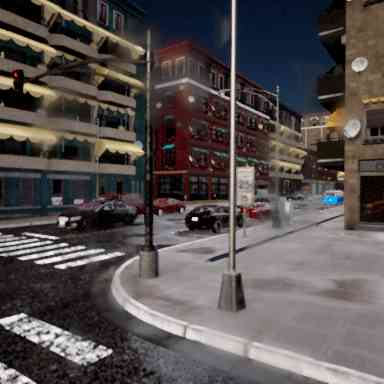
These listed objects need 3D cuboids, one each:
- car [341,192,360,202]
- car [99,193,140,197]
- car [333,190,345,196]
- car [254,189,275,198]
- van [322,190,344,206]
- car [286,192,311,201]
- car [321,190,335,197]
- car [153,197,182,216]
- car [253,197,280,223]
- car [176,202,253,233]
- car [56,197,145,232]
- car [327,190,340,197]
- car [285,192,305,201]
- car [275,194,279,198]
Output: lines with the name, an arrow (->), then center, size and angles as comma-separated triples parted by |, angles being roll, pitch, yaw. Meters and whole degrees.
car -> 23.805, 0.755, 49.890 | 1.887, 1.381, 4.507 | 2, 2, 35
car -> -5.484, 1.015, 22.872 | 2.192, 1.841, 5.009 | 2, 2, 35
car -> 36.233, 0.239, 82.070 | 1.802, 1.307, 4.206 | 2, 2, 35
car -> 6.422, 0.697, 35.285 | 2.150, 2.045, 5.566 | 1, 1, 35
van -> 17.389, 0.712, 40.780 | 1.690, 1.788, 3.998 | 2, 2, 35
car -> 15.990, 0.497, 48.693 | 2.033, 1.411, 5.357 | 1, 1, 35
car -> 29.815, 0.361, 72.963 | 1.887, 1.381, 4.507 | 2, 2, 35
car -> -2.277, 1.164, 27.431 | 1.887, 1.381, 4.507 | 2, 2, 35
car -> 4.549, 1.275, 22.572 | 1.802, 1.307, 4.206 | 2, 2, 35
car -> 1.340, 1.339, 18.019 | 1.947, 1.339, 4.313 | 2, 2, 35
car -> -5.178, 1.261, 18.728 | 2.128, 1.511, 4.902 | 1, 1, 33
car -> 33.024, 0.319, 77.516 | 1.802, 1.307, 4.206 | 2, 2, 35
car -> 16.978, 0.703, 54.750 | 1.947, 1.339, 4.313 | 2, 2, 35
car -> 10.560, 0.864, 45.644 | 1.947, 1.339, 4.313 | 2, 2, 35
